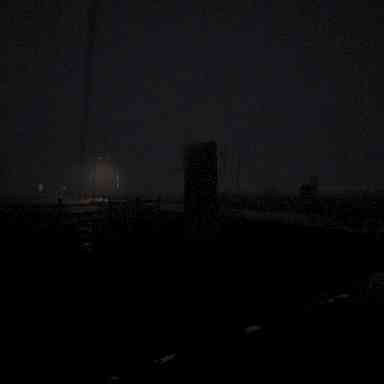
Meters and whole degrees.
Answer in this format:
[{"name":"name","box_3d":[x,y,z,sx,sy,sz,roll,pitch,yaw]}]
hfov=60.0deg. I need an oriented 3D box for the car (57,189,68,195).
[{"name":"car","box_3d":[-32.543,0.086,83.359,1.837,1.490,4.892,-2,2,-35]}]
